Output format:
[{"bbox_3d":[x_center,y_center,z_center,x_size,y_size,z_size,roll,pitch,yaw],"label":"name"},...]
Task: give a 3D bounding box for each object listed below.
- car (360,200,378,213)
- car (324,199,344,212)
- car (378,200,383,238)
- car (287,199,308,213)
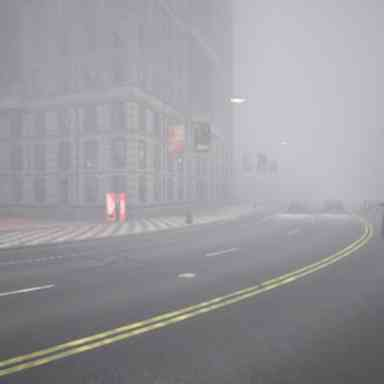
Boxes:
[{"bbox_3d":[18.446,1.433,34.224,1.895,1.301,4.718,0,0,22],"label":"car"},{"bbox_3d":[15.204,1.447,35.793,1.895,1.301,4.718,0,0,22],"label":"car"},{"bbox_3d":[10.702,1.132,16.545,2.150,2.045,5.566,0,0,31],"label":"car"},{"bbox_3d":[11.200,1.470,35.234,1.895,1.301,4.718,0,0,22],"label":"car"}]
